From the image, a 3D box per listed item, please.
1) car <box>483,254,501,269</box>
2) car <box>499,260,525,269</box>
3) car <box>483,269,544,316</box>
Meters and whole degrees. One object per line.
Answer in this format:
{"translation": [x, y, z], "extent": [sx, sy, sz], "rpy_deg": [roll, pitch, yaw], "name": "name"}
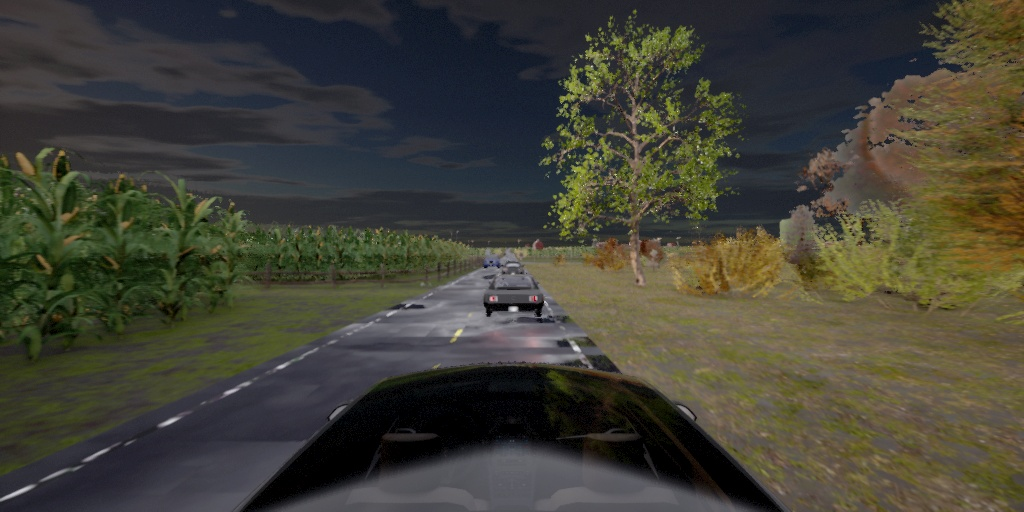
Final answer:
{"translation": [-2.818, 0.778, 51.084], "extent": [2.150, 2.045, 5.566], "rpy_deg": [0, 0, 0], "name": "car"}
{"translation": [0.083, 1.174, 30.572], "extent": [1.812, 1.442, 4.674], "rpy_deg": [0, 0, 0], "name": "car"}
{"translation": [0.065, 1.316, 13.095], "extent": [1.895, 1.301, 4.718], "rpy_deg": [0, 0, 0], "name": "car"}
